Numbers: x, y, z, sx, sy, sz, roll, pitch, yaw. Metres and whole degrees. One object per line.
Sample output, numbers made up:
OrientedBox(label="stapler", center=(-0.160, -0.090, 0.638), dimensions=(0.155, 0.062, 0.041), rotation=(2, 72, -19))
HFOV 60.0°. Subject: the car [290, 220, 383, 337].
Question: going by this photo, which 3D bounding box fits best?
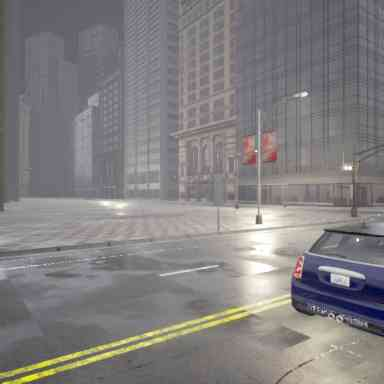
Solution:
OrientedBox(label="car", center=(3.974, 1.352, 6.293), dimensions=(4.553, 1.767, 2.097), rotation=(0, 0, -36))
